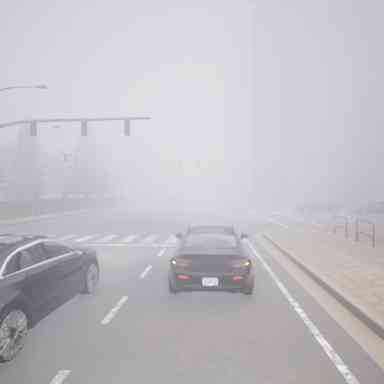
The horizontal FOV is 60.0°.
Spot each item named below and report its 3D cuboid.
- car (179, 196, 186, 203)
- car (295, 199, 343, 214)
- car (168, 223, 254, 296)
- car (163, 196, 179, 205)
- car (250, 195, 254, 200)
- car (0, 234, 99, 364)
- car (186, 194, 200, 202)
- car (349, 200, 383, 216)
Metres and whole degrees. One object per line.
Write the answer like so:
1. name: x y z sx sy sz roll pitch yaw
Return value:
1. car: -3.040 1.576 68.563 1.994 1.385 4.181 0 0 8
2. car: 13.850 1.567 36.444 4.892 1.490 1.837 0 0 3
3. car: 0.494 1.527 8.597 1.812 1.442 4.674 0 0 4
4. car: -3.858 1.515 58.654 1.837 1.490 4.892 0 0 4
5. car: 17.932 1.541 90.548 4.674 1.442 1.812 0 0 -21
6. car: -3.184 1.493 5.872 2.128 1.511 4.902 0 0 4
7. car: 0.078 1.369 78.217 2.097 1.767 4.553 0 0 24
8. car: 18.101 1.567 32.735 4.892 1.490 1.837 0 0 2
